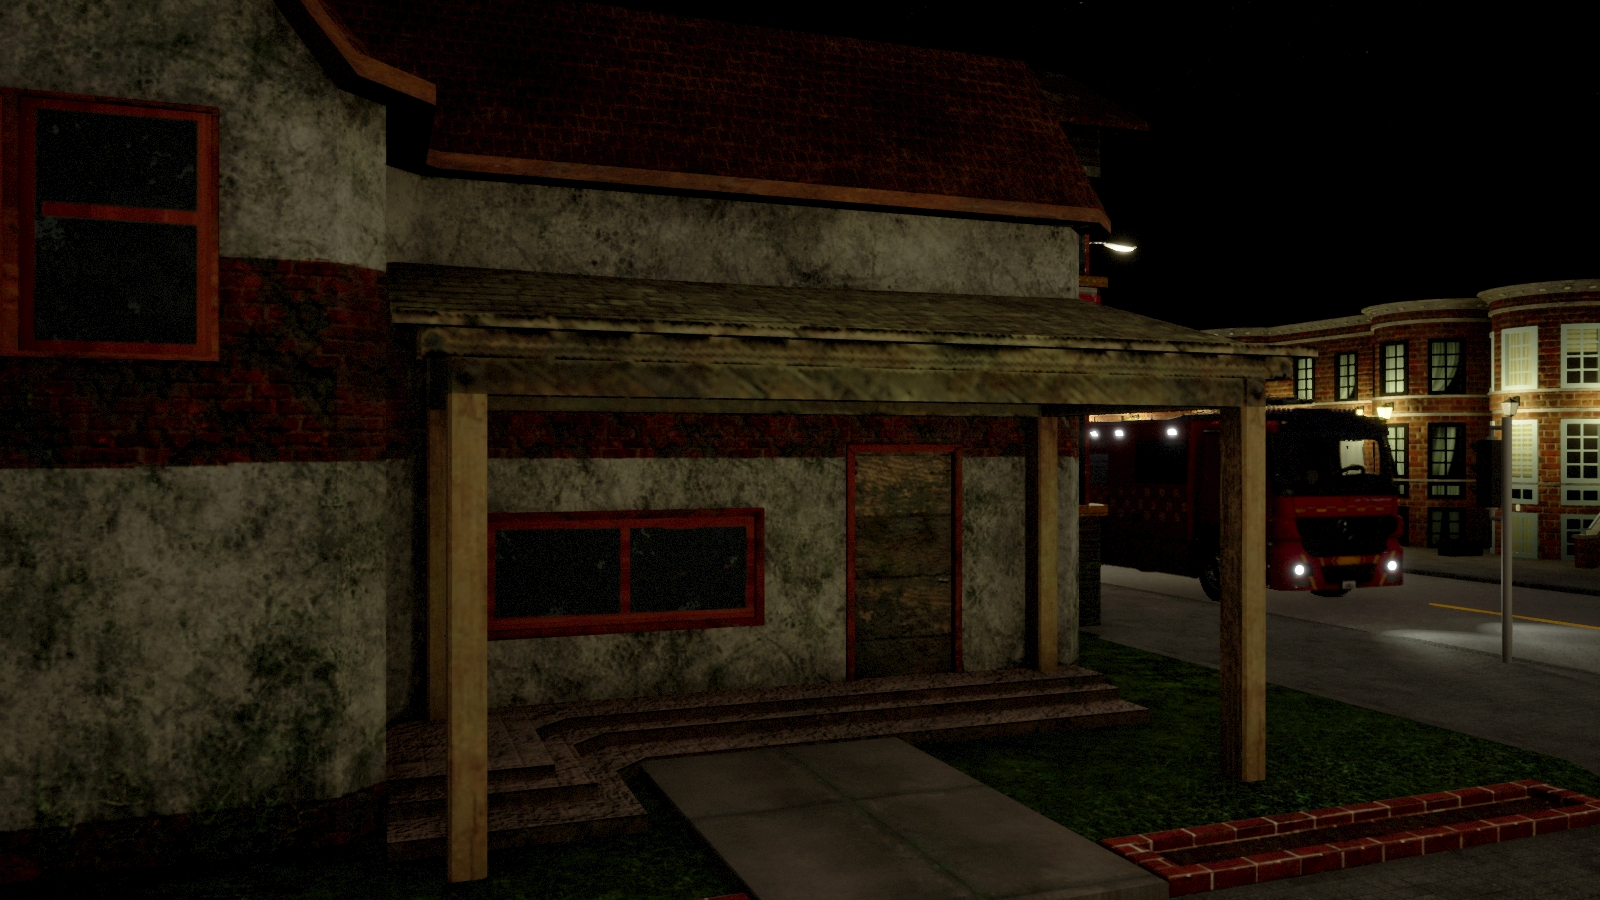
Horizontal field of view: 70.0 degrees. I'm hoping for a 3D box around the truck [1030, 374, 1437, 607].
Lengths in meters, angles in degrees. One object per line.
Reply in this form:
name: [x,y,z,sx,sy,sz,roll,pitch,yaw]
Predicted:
truck: [8.230,0.671,23.302,2.891,3.827,8.468,0,0,-20]
